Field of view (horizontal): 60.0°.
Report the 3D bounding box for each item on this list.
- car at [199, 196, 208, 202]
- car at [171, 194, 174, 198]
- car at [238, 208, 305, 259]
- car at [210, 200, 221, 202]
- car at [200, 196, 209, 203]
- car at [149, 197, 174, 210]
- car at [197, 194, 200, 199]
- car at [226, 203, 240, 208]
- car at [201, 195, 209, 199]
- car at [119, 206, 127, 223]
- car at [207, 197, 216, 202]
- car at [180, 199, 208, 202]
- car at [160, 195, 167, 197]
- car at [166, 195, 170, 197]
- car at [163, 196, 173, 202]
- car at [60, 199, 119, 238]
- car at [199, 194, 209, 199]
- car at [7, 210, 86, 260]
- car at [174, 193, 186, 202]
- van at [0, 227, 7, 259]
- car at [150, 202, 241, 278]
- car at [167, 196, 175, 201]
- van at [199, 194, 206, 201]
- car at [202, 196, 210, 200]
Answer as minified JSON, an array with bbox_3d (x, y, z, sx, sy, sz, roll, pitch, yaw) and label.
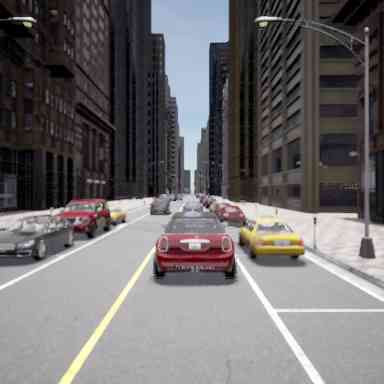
[{"bbox_3d":[2.766,1.677,79.773,2.008,1.369,4.403,0,0,0],"label":"car"},{"bbox_3d":[-5.759,1.660,74.138,1.887,1.381,4.507,0,0,0],"label":"car"},{"bbox_3d":[2.763,1.541,12.518,1.752,1.417,4.829,0,0,0],"label":"car"},{"bbox_3d":[2.764,1.618,29.204,1.802,1.307,4.206,0,0,0],"label":"car"},{"bbox_3d":[2.766,1.681,74.154,1.947,1.339,4.313,0,0,0],"label":"car"},{"bbox_3d":[-3.097,1.548,33.368,1.837,1.490,4.892,0,0,0],"label":"car"},{"bbox_3d":[2.766,1.420,68.535,2.192,1.841,5.009,0,0,0],"label":"car"},{"bbox_3d":[2.764,1.611,23.585,1.802,1.307,4.206,0,0,0],"label":"car"},{"bbox_3d":[2.765,1.619,51.679,1.887,1.381,4.507,0,0,0],"label":"car"},{"bbox_3d":[-5.761,1.555,23.403,1.752,1.417,4.829,0,0,0],"label":"car"},{"bbox_3d":[2.764,1.570,34.993,1.752,1.417,4.829,0,0,0],"label":"car"},{"bbox_3d":[0.097,1.584,29.650,2.033,1.411,5.357,0,0,0],"label":"car"},{"bbox_3d":[-5.760,1.667,57.283,1.802,1.307,4.206,0,0,0],"label":"car"},{"bbox_3d":[-5.760,1.661,62.901,1.947,1.339,4.313,0,0,0],"label":"car"},{"bbox_3d":[-5.759,1.692,79.757,1.947,1.339,4.313,0,0,0],"label":"car"},{"bbox_3d":[-5.761,1.338,17.955,2.192,1.841,5.009,0,0,0],"label":"car"},{"bbox_3d":[2.765,1.525,57.298,1.967,1.590,4.097,0,0,0],"label":"car"},{"bbox_3d":[-5.762,1.566,12.336,2.008,1.369,4.403,0,0,0],"label":"car"},{"bbox_3d":[-2.996,1.510,74.469,1.837,1.490,4.892,0,0,0],"label":"car"},{"bbox_3d":[-5.762,1.350,6.718,1.690,1.788,3.998,0,0,0],"label":"van"},{"bbox_3d":[0.079,1.364,10.348,2.097,1.767,4.553,0,0,0],"label":"car"},{"bbox_3d":[-5.758,1.730,90.993,1.802,1.307,4.206,0,0,0],"label":"car"},{"bbox_3d":[2.766,1.478,85.392,1.690,1.788,3.998,0,0,0],"label":"van"},{"bbox_3d":[2.765,1.630,46.060,1.947,1.339,4.313,0,0,0],"label":"car"}]
